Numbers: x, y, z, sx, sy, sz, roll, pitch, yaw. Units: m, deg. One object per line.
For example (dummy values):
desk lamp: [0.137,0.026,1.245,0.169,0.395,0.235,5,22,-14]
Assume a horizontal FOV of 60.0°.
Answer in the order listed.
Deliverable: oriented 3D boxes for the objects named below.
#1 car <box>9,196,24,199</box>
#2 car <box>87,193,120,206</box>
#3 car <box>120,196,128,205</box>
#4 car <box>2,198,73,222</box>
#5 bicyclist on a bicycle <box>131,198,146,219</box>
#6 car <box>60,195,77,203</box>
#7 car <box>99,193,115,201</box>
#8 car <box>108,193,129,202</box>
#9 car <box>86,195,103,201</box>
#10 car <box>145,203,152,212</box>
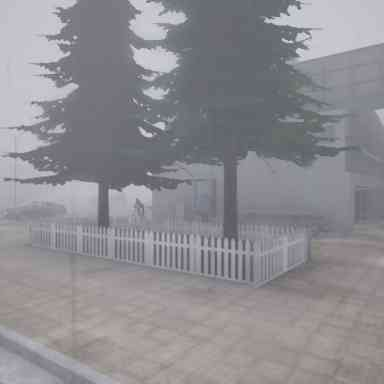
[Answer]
car: [-30.380,1.412,57.078,3.633,1.501,1.845,0,0,36]
car: [-13.270,1.160,49.057,4.605,1.855,1.932,0,0,36]
car: [-11.890,1.140,51.647,3.866,1.878,1.905,0,0,36]
car: [-12.577,1.517,26.860,2.128,1.511,4.902,0,0,36]
bicyclist on a bicycle: [-4.139,1.315,25.725,1.656,1.620,0.582,0,0,36]
car: [-24.454,1.390,65.124,4.514,1.523,2.007,0,0,36]
car: [-20.952,1.180,82.060,3.866,1.878,1.905,0,0,36]
car: [-16.535,1.188,74.766,4.605,1.855,1.932,0,0,36]
car: [-23.405,1.465,79.734,3.806,1.475,1.970,0,0,36]
car: [-3.421,1.503,39.388,1.882,1.535,5.008,0,0,36]
